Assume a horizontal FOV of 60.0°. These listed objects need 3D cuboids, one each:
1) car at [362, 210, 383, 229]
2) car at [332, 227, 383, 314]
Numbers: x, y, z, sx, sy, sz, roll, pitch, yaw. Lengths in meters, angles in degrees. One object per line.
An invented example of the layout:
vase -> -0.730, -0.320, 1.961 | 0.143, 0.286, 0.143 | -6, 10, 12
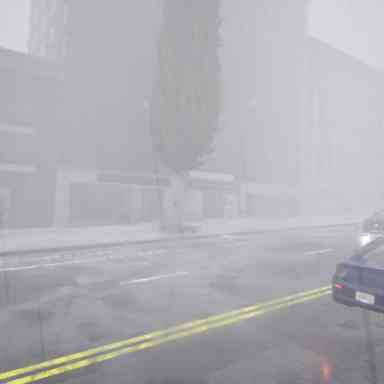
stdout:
car -> 12.322, 1.785, 20.486 | 4.181, 1.385, 1.994 | 1, 0, -36
car -> 4.736, 1.596, 6.840 | 4.674, 1.442, 1.812 | 0, 0, -35
